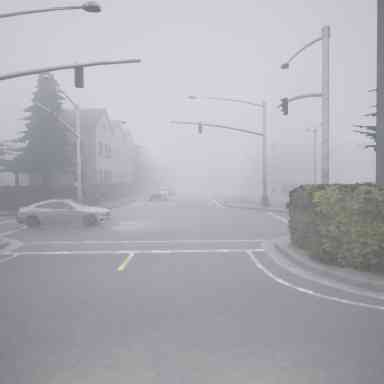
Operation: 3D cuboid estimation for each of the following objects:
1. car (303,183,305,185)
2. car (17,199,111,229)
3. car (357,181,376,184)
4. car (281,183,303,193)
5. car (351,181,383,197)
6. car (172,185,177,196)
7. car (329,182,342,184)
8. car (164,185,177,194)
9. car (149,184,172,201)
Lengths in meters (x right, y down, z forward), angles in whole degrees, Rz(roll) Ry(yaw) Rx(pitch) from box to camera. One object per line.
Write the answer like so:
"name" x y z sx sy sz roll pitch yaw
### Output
"car" 18.883 -0.873 59.132 1.970 1.475 3.806 -1 2 0
"car" -6.621 1.079 17.371 4.674 1.442 1.812 -1 3 0
"car" 19.009 -0.176 34.213 1.905 1.878 3.866 -1 2 0
"car" 15.260 -0.525 52.071 2.007 1.523 4.514 -1 2 0
"car" 22.253 -0.462 42.094 1.932 1.855 4.605 -1 2 0
"car" -3.743 -0.306 47.780 2.097 1.767 4.553 -1 2 0
"car" 25.297 -1.034 59.485 2.152 1.636 5.027 -1 2 0
"car" -3.730 -0.508 58.164 1.837 1.490 4.892 -1 2 0
"car" -3.722 0.163 37.762 1.882 1.535 5.008 -1 2 0
